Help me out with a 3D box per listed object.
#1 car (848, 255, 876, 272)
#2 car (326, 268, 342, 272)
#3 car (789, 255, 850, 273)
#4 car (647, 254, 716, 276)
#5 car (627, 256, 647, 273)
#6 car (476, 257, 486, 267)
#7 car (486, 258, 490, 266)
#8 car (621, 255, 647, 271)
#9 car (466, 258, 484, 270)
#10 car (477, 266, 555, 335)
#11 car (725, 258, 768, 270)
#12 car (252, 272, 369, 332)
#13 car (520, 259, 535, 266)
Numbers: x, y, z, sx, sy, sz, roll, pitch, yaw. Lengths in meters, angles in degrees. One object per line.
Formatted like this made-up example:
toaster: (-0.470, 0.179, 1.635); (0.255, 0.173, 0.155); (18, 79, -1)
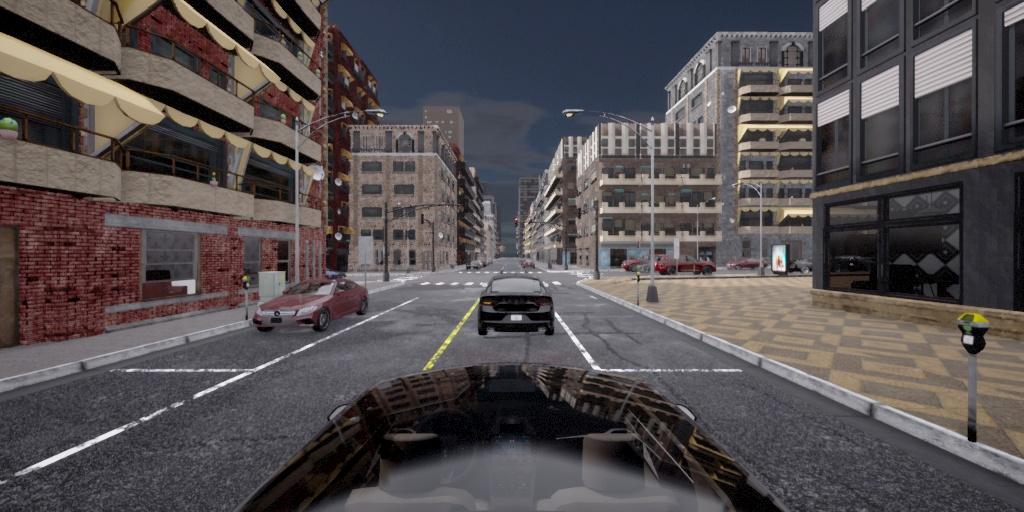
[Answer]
car: (31.360, 0.717, 30.937); (4.313, 1.339, 1.948); (0, 0, 0)
car: (-18.278, 1.613, 33.113); (5.357, 1.411, 2.033); (-1, 0, -1)
car: (25.812, 0.821, 30.891); (4.313, 1.339, 1.948); (0, 0, 0)
car: (14.719, 0.777, 30.798); (5.009, 1.841, 2.192); (0, 0, 0)
car: (14.457, 1.020, 36.585); (4.181, 1.385, 1.994); (-1, 0, -1)
car: (-5.672, 1.291, 58.361); (1.751, 1.417, 4.829); (0, 0, 0)
car: (-5.670, 1.084, 64.213); (2.192, 1.841, 5.009); (0, 0, 0)
car: (14.587, 0.763, 39.177); (5.009, 1.841, 2.192); (0, 0, 0)
car: (-5.674, 1.329, 52.848); (1.948, 1.339, 4.313); (0, 0, 0)
car: (0.101, 1.227, 10.482); (1.882, 1.535, 5.008); (0, 0, 0)
car: (25.679, 0.823, 39.270); (4.207, 1.307, 1.802); (0, 0, 0)
car: (-5.739, 1.331, 10.825); (1.802, 1.307, 4.207); (0, 0, 0)
car: (2.708, 1.206, 58.530); (1.967, 1.591, 4.097); (0, 0, 0)
